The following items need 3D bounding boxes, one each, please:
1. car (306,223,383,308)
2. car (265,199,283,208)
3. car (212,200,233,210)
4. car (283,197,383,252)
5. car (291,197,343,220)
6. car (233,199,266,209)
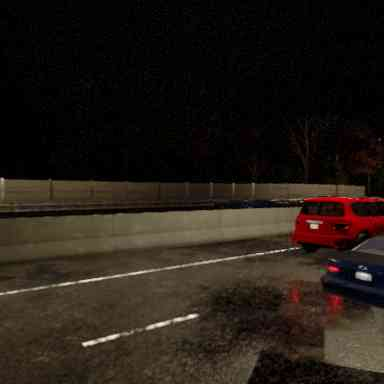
[{"bbox_3d":[5.099,1.549,7.386,5.357,1.411,2.033,0,0,-36],"label":"car"},{"bbox_3d":[9.539,1.578,32.290,4.181,1.385,1.994,0,0,-35],"label":"car"},{"bbox_3d":[4.754,1.561,37.480,5.357,1.411,2.033,0,0,-35],"label":"car"},{"bbox_3d":[6.186,1.224,12.459,5.566,2.045,2.150,0,0,-36],"label":"car"},{"bbox_3d":[10.937,1.365,28.990,4.553,1.767,2.097,0,0,-35],"label":"car"},{"bbox_3d":[7.091,1.492,34.845,5.008,1.535,1.882,0,0,-35],"label":"car"}]
